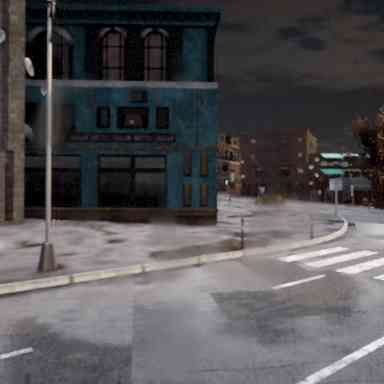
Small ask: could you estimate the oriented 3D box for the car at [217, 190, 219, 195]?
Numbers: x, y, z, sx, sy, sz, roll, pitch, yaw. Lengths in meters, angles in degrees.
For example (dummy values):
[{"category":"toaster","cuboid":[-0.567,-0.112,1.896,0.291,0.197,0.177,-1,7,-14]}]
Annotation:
[{"category":"car","cuboid":[4.431,-0.096,69.912,2.231,1.521,4.892,5,2,11]}]
